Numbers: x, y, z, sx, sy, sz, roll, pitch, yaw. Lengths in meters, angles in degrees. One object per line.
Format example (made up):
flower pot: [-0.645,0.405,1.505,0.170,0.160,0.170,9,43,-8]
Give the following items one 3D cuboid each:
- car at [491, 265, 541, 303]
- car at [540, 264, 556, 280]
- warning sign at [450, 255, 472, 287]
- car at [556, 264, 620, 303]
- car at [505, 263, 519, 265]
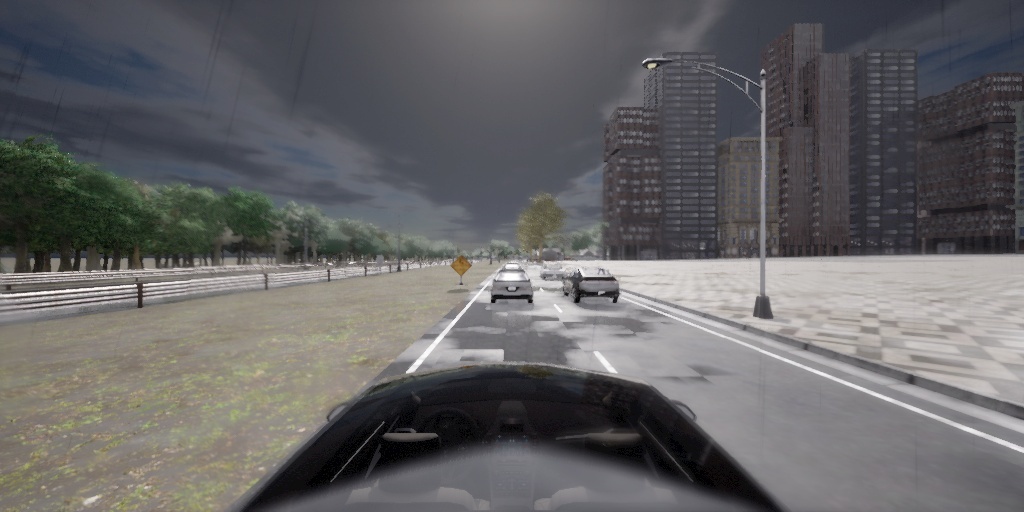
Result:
car: [0.000,1.314,16.500,2.033,1.411,5.357,0,0,0]
car: [3.499,1.367,31.530,1.895,1.301,4.718,0,0,0]
warning sign: [-3.049,0.865,21.580,1.300,1.860,1.060,0,0,0]
car: [3.500,1.246,16.500,2.128,1.511,4.902,0,0,0]
car: [-0.001,1.323,31.500,1.994,1.385,4.181,0,0,0]
